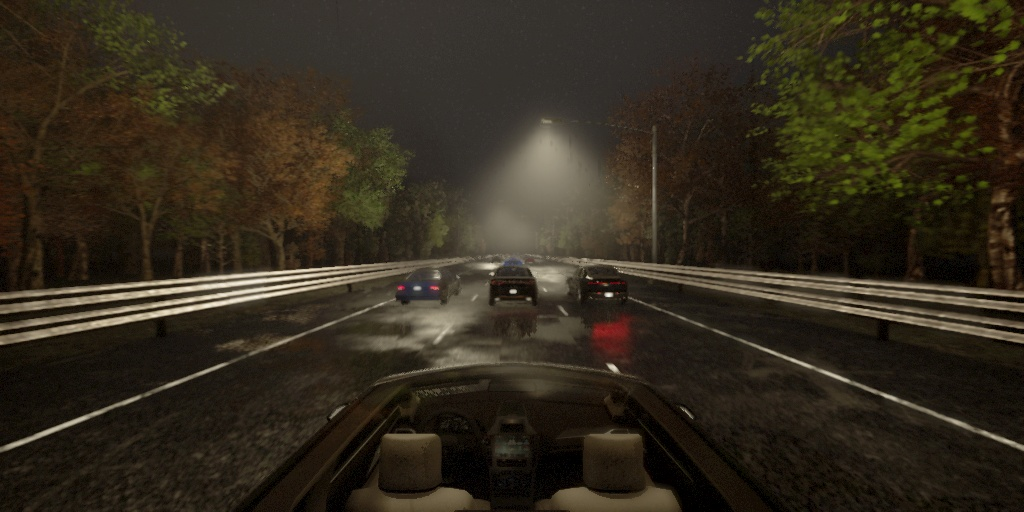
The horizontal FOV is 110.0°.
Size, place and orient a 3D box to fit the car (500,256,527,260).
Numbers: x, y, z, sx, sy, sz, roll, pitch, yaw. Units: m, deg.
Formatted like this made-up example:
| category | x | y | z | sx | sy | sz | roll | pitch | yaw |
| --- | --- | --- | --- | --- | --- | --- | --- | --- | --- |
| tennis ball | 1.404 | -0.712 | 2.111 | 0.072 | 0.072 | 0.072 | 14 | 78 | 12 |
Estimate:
| category | x | y | z | sx | sy | sz | roll | pitch | yaw |
| --- | --- | --- | --- | --- | --- | --- | --- | --- | --- |
| car | 0.131 | 1.014 | 32.664 | 1.882 | 1.535 | 5.008 | 0 | 0 | 0 |

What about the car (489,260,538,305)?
| category | x | y | z | sx | sy | sz | roll | pitch | yaw |
| --- | --- | --- | --- | --- | --- | --- | --- | --- | --- |
| car | 0.059 | 1.134 | 15.598 | 1.882 | 1.535 | 5.008 | 0 | 0 | 0 |

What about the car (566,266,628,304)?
| category | x | y | z | sx | sy | sz | roll | pitch | yaw |
| --- | --- | --- | --- | --- | --- | --- | --- | --- | --- |
| car | 3.558 | 1.158 | 15.561 | 1.837 | 1.490 | 4.892 | 0 | 0 | 0 |

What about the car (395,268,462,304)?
| category | x | y | z | sx | sy | sz | roll | pitch | yaw |
| --- | --- | --- | --- | --- | --- | --- | --- | --- | --- |
| car | -3.441 | 1.208 | 15.590 | 2.033 | 1.411 | 5.357 | 0 | 0 | 0 |
